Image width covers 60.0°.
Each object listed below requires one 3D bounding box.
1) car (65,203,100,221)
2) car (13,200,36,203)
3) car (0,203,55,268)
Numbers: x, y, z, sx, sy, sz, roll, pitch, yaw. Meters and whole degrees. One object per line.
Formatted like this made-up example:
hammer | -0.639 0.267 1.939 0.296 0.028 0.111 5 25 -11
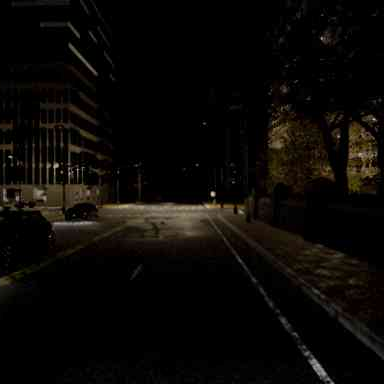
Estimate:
car | -9.743 1.738 29.944 1.837 1.490 4.892 0 -1 1
car | -25.486 1.849 49.572 4.313 1.339 1.947 0 0 2
car | -6.586 1.440 11.503 2.097 1.767 4.553 0 0 0
